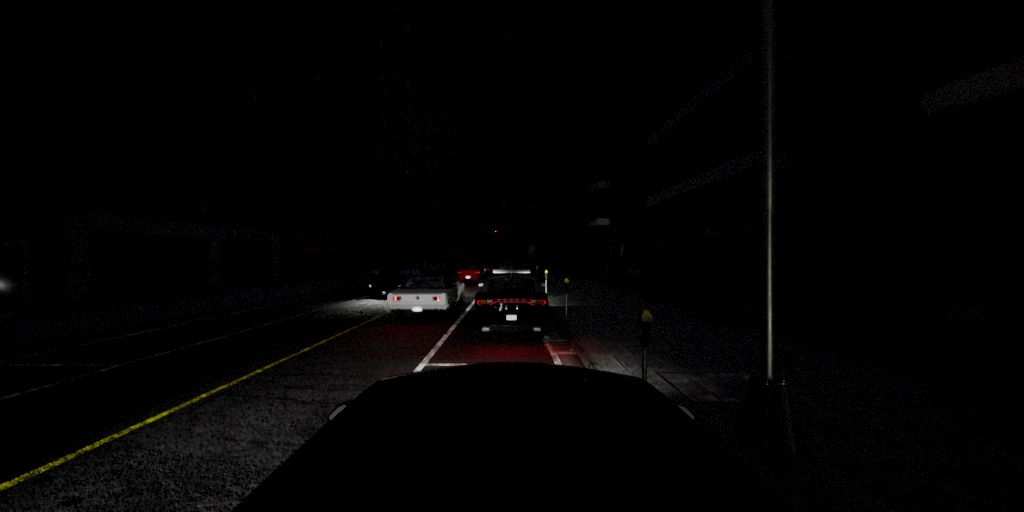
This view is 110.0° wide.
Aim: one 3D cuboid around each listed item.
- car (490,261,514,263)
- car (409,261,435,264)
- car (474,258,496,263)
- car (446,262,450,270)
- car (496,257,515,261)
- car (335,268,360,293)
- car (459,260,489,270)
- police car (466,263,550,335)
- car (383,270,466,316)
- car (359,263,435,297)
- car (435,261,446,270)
[{"bbox_3d":[-0.383,1.300,25.913,2.007,1.370,4.403,0,0,0],"label":"car"},{"bbox_3d":[-8.408,1.190,31.425,1.967,1.591,4.097,0,0,0],"label":"car"},{"bbox_3d":[-2.921,1.254,40.424,1.837,1.490,4.892,0,0,0],"label":"car"},{"bbox_3d":[-8.408,1.300,42.461,2.007,1.370,4.403,0,0,0],"label":"car"},{"bbox_3d":[-0.383,1.190,36.951,1.967,1.591,4.097,0,0,0],"label":"car"},{"bbox_3d":[-8.408,1.332,20.388,1.802,1.307,4.207,0,0,0],"label":"car"},{"bbox_3d":[-3.022,1.275,26.858,1.812,1.442,4.674,0,0,0],"label":"car"},{"bbox_3d":[-0.012,1.175,10.610,1.930,1.638,5.238,0,0,0],"label":"police car"},{"bbox_3d":[-2.919,1.351,13.291,1.895,1.301,4.718,0,0,0],"label":"car"},{"bbox_3d":[-5.869,1.297,19.122,2.033,1.411,5.357,0,0,0],"label":"car"},{"bbox_3d":[-8.408,1.275,36.773,1.751,1.417,4.829,0,0,0],"label":"car"}]
